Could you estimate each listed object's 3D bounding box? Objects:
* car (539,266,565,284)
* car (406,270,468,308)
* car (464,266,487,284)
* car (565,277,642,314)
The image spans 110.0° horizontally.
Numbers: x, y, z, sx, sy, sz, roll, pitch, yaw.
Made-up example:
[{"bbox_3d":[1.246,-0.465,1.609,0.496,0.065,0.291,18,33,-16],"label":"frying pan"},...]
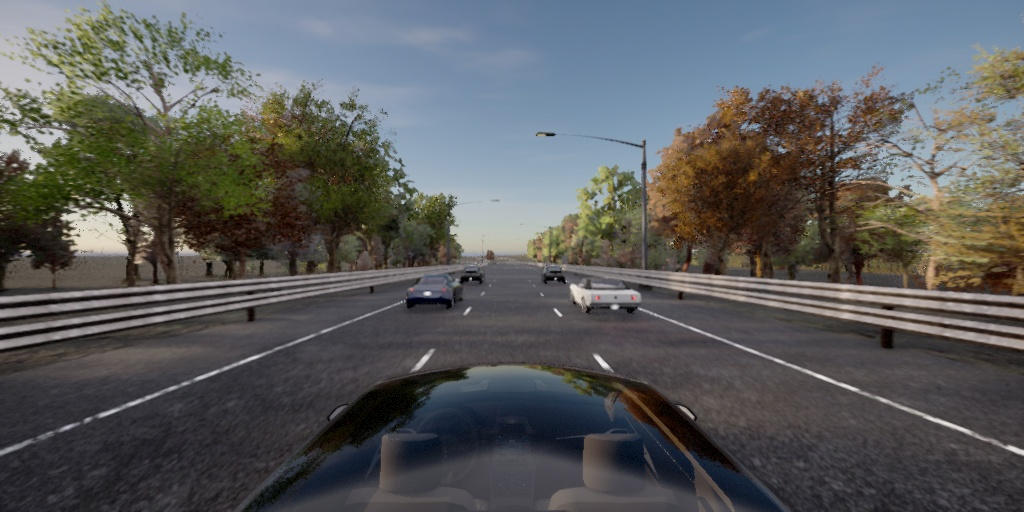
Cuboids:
[{"bbox_3d":[3.597,1.666,31.922,1.837,1.490,4.892,0,-1,0],"label":"car"},{"bbox_3d":[-3.401,1.512,16.442,1.994,1.385,4.181,0,-1,0],"label":"car"},{"bbox_3d":[-3.402,1.666,31.933,1.837,1.490,4.892,0,-1,0],"label":"car"},{"bbox_3d":[3.600,1.526,14.760,1.895,1.301,4.718,0,-1,0],"label":"car"}]
